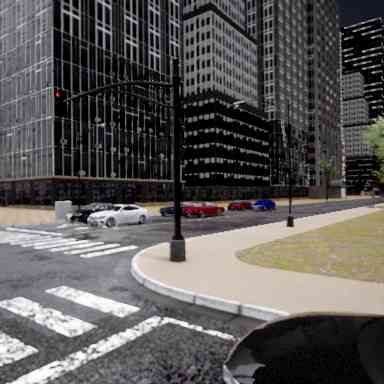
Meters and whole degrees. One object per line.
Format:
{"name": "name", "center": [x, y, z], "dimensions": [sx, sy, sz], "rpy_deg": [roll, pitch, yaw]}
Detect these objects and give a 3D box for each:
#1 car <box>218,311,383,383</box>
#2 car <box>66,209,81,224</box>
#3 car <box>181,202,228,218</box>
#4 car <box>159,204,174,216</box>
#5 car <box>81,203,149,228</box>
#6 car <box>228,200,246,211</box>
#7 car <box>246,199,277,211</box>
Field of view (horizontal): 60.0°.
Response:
{"name": "car", "center": [2.433, 1.491, 1.949], "dimensions": [4.902, 1.511, 2.128], "rpy_deg": [0, 0, 35]}
{"name": "car", "center": [-7.226, 1.597, 25.417], "dimensions": [2.128, 1.511, 4.902], "rpy_deg": [-1, -1, 37]}
{"name": "car", "center": [1.079, 1.669, 31.023], "dimensions": [1.895, 1.301, 4.718], "rpy_deg": [-1, -1, 37]}
{"name": "car", "center": [-1.177, 1.719, 33.432], "dimensions": [1.895, 1.301, 4.718], "rpy_deg": [-1, -1, 37]}
{"name": "car", "center": [-4.955, 1.582, 23.032], "dimensions": [1.812, 1.442, 4.674], "rpy_deg": [-1, -1, 37]}
{"name": "car", "center": [6.209, 1.695, 43.195], "dimensions": [1.994, 1.385, 4.181], "rpy_deg": [-1, -1, 37]}
{"name": "car", "center": [8.986, 1.609, 41.475], "dimensions": [1.812, 1.442, 4.674], "rpy_deg": [-1, -1, 37]}
